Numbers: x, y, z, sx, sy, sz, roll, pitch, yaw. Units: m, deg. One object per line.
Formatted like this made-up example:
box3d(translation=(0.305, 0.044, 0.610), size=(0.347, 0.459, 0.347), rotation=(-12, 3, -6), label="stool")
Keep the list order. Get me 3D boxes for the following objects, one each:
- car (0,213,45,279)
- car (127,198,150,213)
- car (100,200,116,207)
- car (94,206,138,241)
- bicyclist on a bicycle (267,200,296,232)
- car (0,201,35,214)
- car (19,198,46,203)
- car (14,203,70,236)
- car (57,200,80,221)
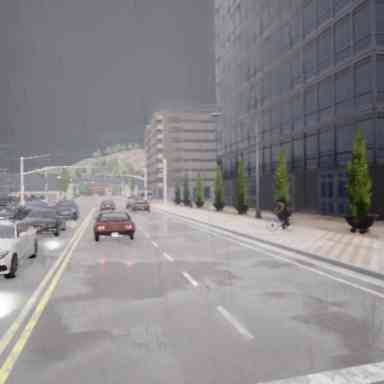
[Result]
box3d(translation=(-6.007, 1.615, 10.222), size=(1.812, 1.442, 4.674), rotation=(-1, 0, -15), label="car")
box3d(translation=(-5.930, 1.559, 38.072), size=(2.128, 1.511, 4.902), rotation=(-1, 0, -15), label="car")
box3d(translation=(-10.281, 1.683, 40.692), size=(2.033, 1.411, 5.357), rotation=(-1, 0, -14), label="car")
box3d(translation=(-4.061, 1.653, 17.270), size=(1.895, 1.301, 4.718), rotation=(-1, 0, -15), label="car")
box3d(translation=(4.573, 1.215, 17.050), size=(1.656, 1.620, 0.582), rotation=(-1, 0, -15), label="bicyclist on a bicycle")
box3d(translation=(-13.333, 1.688, 24.243), size=(2.128, 1.511, 4.902), rotation=(-1, 0, -15), label="car")
box3d(translation=(-15.965, 1.709, 34.317), size=(1.882, 1.535, 5.008), rotation=(-1, 0, -14), label="car")
box3d(translation=(-8.291, 1.624, 18.847), size=(1.837, 1.490, 4.892), rotation=(-1, 0, -15), label="car")
box3d(translation=(-10.860, 1.506, 28.593), size=(2.097, 1.767, 4.553), rotation=(-1, 0, -15), label="car")
